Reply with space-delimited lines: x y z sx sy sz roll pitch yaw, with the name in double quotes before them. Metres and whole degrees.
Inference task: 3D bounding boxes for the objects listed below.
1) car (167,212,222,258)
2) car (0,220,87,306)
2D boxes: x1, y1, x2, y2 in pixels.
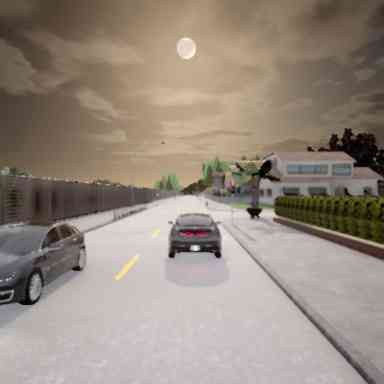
"car" 0.102 1.540 12.926 1.837 1.490 4.892 0 0 0
"car" -4.081 1.527 8.241 1.837 1.490 4.892 0 0 0
